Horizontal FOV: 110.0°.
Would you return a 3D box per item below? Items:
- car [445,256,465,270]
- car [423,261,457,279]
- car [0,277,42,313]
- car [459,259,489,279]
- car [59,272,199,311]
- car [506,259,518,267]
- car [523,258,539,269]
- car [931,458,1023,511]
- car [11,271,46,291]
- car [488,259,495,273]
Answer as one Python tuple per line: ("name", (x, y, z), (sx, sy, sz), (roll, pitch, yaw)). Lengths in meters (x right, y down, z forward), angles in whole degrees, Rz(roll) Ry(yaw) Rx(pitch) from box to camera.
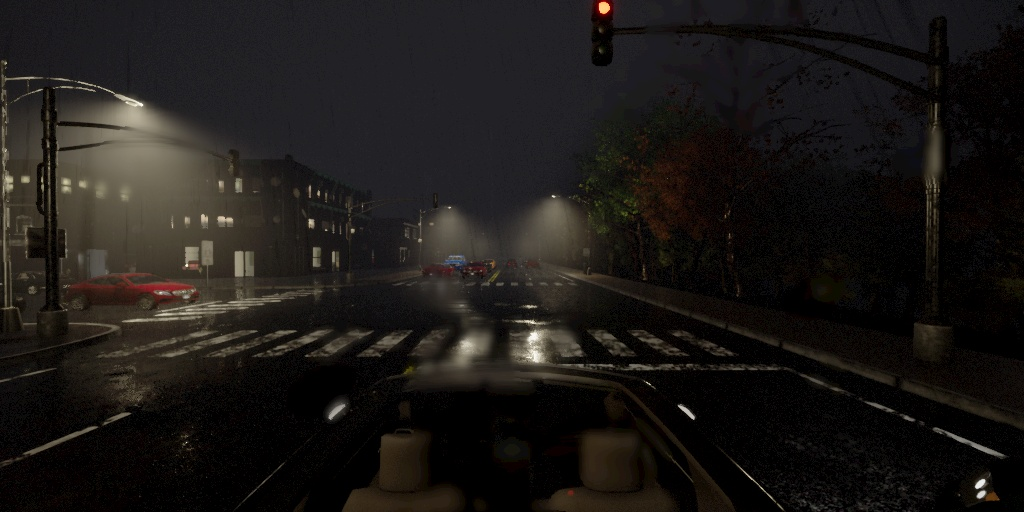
("car", (-6.678, 0.957, 42.791), (2.150, 2.045, 5.566), (0, 0, 0))
("car", (-6.662, 1.341, 32.886), (1.895, 1.301, 4.718), (0, 0, 2))
("car", (-19.971, 1.565, 12.541), (4.313, 1.339, 1.948), (0, 0, 0))
("car", (-3.412, 1.266, 33.107), (1.812, 1.442, 4.674), (0, 0, 0))
("car", (-15.907, 1.453, 15.070), (4.674, 1.442, 1.812), (-1, 1, 3))
("car", (-0.038, 1.230, 63.211), (1.837, 1.490, 4.892), (0, 0, 0))
("car", (3.223, 1.207, 58.004), (1.882, 1.535, 5.008), (0, 0, 0))
("car", (3.356, 1.314, 0.228), (1.994, 1.385, 4.181), (0, 0, 0))
("car", (-28.323, 1.560, 21.034), (4.403, 1.370, 2.007), (0, 0, 0))
("car", (-3.425, 1.241, 43.174), (1.837, 1.490, 4.892), (0, 0, 0))
